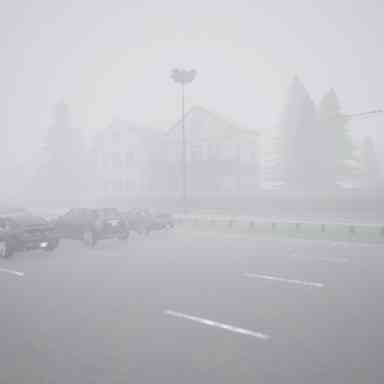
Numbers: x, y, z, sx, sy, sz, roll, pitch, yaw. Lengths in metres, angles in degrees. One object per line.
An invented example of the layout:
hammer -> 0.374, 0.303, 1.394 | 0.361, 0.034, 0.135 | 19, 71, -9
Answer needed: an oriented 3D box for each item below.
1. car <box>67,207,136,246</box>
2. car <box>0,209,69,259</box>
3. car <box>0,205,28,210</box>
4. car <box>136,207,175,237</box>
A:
car -> -5.211, 1.494, 16.211 | 4.553, 1.767, 2.097 | -1, -1, 36
car -> -7.305, 1.651, 13.405 | 4.892, 1.490, 1.837 | 0, 0, 36
car -> -15.446, 1.795, 27.818 | 4.902, 1.511, 2.128 | -1, 0, 36
car -> -3.239, 1.637, 19.103 | 4.902, 1.511, 2.128 | -1, 0, 36
